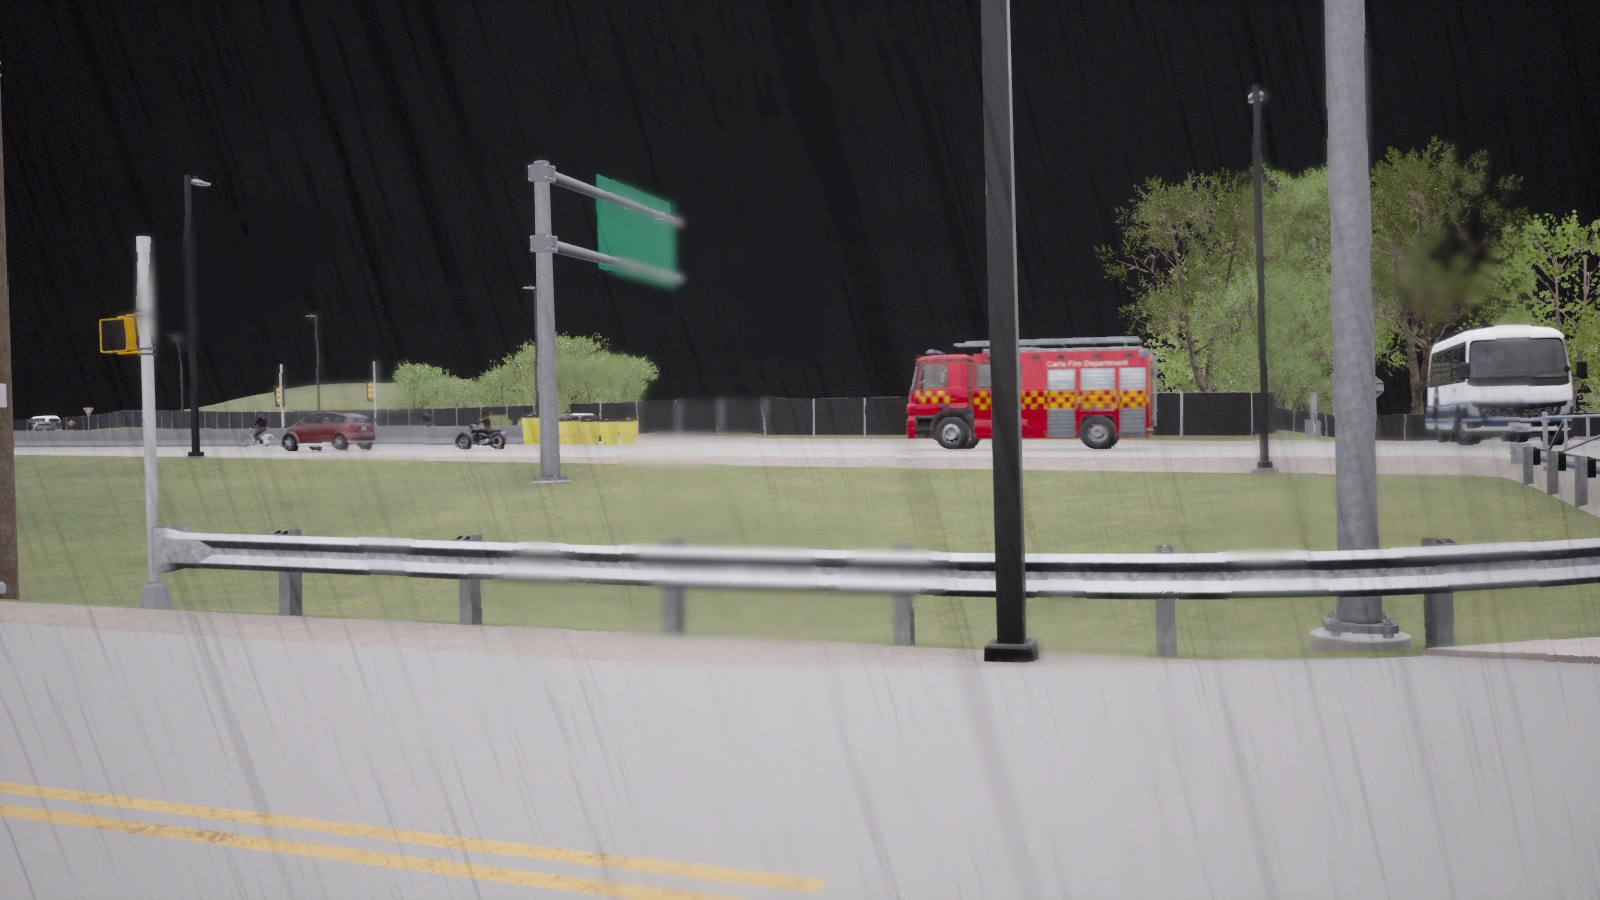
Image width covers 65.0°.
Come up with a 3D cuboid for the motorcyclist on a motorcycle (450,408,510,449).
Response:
[{"bbox_3d":[-13.238,-0.892,51.951,2.350,1.649,0.766,0,1,19],"label":"motorcyclist on a motorcycle"}]

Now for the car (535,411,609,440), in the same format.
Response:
[{"bbox_3d":[-12.159,-1.326,66.833,3.806,1.475,1.970,2,2,42],"label":"car"}]

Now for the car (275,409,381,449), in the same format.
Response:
[{"bbox_3d":[-18.860,-0.843,50.219,3.705,1.549,1.789,0,1,19],"label":"car"}]

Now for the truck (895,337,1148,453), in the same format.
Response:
[{"bbox_3d":[7.862,-1.872,44.492,8.468,3.827,2.891,0,1,19],"label":"truck"}]

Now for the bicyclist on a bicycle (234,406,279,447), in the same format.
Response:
[{"bbox_3d":[-24.149,-1.042,55.789,1.843,1.776,0.659,1,1,19],"label":"bicyclist on a bicycle"}]

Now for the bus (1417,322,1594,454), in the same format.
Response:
[{"bbox_3d":[25.744,-2.122,46.483,3.944,4.253,10.273,-1,1,19],"label":"bus"}]
